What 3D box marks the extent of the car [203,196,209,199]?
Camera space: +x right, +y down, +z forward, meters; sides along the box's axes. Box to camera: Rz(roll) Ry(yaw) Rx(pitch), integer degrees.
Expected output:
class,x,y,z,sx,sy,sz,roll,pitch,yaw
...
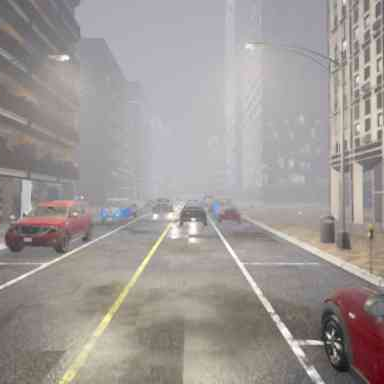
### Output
class,x,y,z,sx,sy,sz,roll,pitch,yaw
car,2.694,1.621,47.334,1.802,1.307,4.206,1,0,0

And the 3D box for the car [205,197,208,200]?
class,x,y,z,sx,sy,sz,roll,pitch,yaw
car,2.697,1.575,36.239,1.887,1.381,4.507,1,0,0

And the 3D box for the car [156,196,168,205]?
class,x,y,z,sx,sy,sz,roll,pitch,yaw
car,-5.688,1.577,63.175,1.752,1.417,4.829,1,0,0

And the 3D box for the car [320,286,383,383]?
class,x,y,z,sx,sy,sz,roll,pitch,yaw
car,2.706,1.443,2.952,1.967,1.590,4.097,1,0,0

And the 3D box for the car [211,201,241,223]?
class,x,y,z,sx,sy,sz,roll,pitch,yaw
car,2.699,1.604,25.143,1.802,1.307,4.206,1,0,0

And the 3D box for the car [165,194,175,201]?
class,x,y,z,sx,sy,sz,roll,pitch,yaw
car,-5.688,1.385,85.390,2.192,1.841,5.009,1,0,0

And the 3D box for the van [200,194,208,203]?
class,x,y,z,sx,sy,sz,roll,pitch,yaw
van,2.693,1.402,74.394,1.690,1.788,3.998,1,0,0

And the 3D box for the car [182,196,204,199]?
class,x,y,z,sx,sy,sz,roll,pitch,yaw
car,0.091,1.582,42.782,2.033,1.411,5.357,0,0,0

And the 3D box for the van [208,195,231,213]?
class,x,y,z,sx,sy,sz,roll,pitch,yaw
van,2.703,1.367,30.692,1.690,1.788,3.998,1,0,0

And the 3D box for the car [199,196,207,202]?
class,x,y,z,sx,sy,sz,roll,pitch,yaw
car,2.687,1.648,79.901,1.802,1.307,4.206,1,0,0

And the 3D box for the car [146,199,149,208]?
class,x,y,z,sx,sy,sz,roll,pitch,yaw
car,-5.653,1.620,47.229,1.802,1.307,4.206,1,0,0

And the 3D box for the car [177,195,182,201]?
class,x,y,z,sx,sy,sz,roll,pitch,yaw
car,-3.016,1.508,76.906,2.033,1.411,5.357,0,0,0

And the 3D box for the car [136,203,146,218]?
class,x,y,z,sx,sy,sz,roll,pitch,yaw
car,-5.650,1.607,30.589,1.802,1.307,4.206,1,0,0

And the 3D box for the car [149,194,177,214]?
class,x,y,z,sx,sy,sz,roll,pitch,yaw
car,-3.101,1.382,36.403,2.097,1.767,4.553,0,0,0

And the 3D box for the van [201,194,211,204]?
class,x,y,z,sx,sy,sz,roll,pitch,yaw
van,2.695,1.393,63.378,1.690,1.788,3.998,1,0,0

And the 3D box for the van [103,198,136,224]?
class,x,y,z,sx,sy,sz,roll,pitch,yaw
van,-5.643,1.362,25.042,1.690,1.788,3.998,1,0,0

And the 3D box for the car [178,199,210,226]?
class,x,y,z,sx,sy,sz,roll,pitch,yaw
car,0.095,1.525,23.822,1.837,1.490,4.892,0,0,0

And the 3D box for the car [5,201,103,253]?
class,x,y,z,sx,sy,sz,roll,pitch,yaw
car,-5.641,1.327,13.949,2.192,1.841,5.009,1,0,0

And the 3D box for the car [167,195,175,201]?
class,x,y,z,sx,sy,sz,roll,pitch,yaw
car,-5.694,1.619,90.901,1.887,1.381,4.507,1,0,0

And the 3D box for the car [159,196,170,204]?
class,x,y,z,sx,sy,sz,roll,pitch,yaw
car,-5.689,1.581,68.687,1.752,1.417,4.829,1,0,0

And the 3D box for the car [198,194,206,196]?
class,x,y,z,sx,sy,sz,roll,pitch,yaw
car,2.697,1.363,57.870,2.192,1.841,5.009,1,0,0

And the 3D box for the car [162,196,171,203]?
class,x,y,z,sx,sy,sz,roll,pitch,yaw
car,-5.690,1.586,74.198,1.752,1.417,4.829,1,0,0
